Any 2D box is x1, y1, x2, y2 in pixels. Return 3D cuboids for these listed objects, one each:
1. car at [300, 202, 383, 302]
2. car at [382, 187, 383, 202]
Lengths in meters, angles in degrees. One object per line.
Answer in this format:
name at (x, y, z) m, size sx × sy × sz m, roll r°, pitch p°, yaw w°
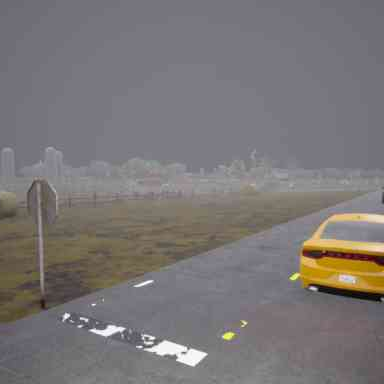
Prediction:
car at (3.944, 1.231, 7.673) m, size 1.882 × 1.535 × 5.008 m, roll 0°, pitch 2°, yaw 33°
car at (20.068, 0.054, 32.760) m, size 2.150 × 2.045 × 5.566 m, roll 0°, pitch 2°, yaw 33°
